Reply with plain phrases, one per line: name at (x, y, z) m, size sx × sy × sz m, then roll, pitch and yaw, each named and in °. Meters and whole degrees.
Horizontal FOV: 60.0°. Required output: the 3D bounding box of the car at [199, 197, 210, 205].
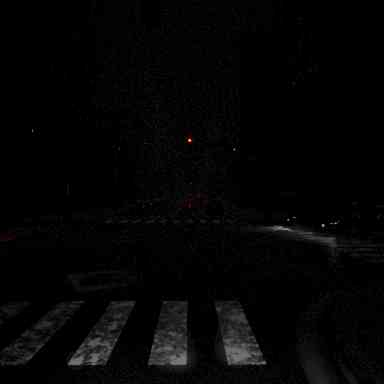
car at (2.378, 1.647, 63.688) m, size 2.008 × 1.369 × 4.403 m, roll 0°, pitch 0°, yaw 0°

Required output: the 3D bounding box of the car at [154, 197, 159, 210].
car at (-5.677, 1.490, 41.656) m, size 1.967 × 1.590 × 4.097 m, roll 0°, pitch 0°, yaw 0°

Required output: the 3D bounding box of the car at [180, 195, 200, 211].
car at (-0.221, 1.528, 42.348) m, size 1.882 × 1.535 × 5.008 m, roll 0°, pitch 0°, yaw 1°

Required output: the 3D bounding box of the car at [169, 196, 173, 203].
car at (-5.639, 1.552, 69.210) m, size 1.967 × 1.590 × 4.097 m, roll 0°, pitch 0°, yaw 0°

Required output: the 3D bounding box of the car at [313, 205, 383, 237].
car at (9.157, 1.466, 17.225) m, size 4.892 × 1.490 × 1.837 m, roll 0°, pitch 0°, yaw -4°

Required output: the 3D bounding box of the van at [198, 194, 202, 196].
van at (2.371, 1.424, 58.178) m, size 1.690 × 1.788 × 3.998 m, roll 0°, pitch 0°, yaw 0°

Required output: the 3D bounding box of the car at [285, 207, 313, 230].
car at (7.966, 1.537, 20.631) m, size 4.181 × 1.385 × 1.994 m, roll 0°, pitch 0°, yaw 0°

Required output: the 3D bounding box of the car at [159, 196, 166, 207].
car at (-5.662, 1.653, 52.678) m, size 1.802 × 1.307 × 4.206 m, roll 0°, pitch 0°, yaw 0°

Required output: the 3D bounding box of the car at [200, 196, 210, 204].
car at (2.356, 1.641, 47.157) m, size 1.802 × 1.307 × 4.206 m, roll 0°, pitch 0°, yaw 0°

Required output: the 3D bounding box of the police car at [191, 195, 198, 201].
police car at (0.603, 1.599, 90.214) m, size 1.930 × 1.638 × 5.238 m, roll 0°, pitch 0°, yaw 0°

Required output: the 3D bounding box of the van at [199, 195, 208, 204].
van at (2.386, 1.453, 69.199) m, size 1.690 × 1.788 × 3.998 m, roll 0°, pitch 0°, yaw 0°

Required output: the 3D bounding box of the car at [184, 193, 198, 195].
car at (-0.154, 1.462, 68.884) m, size 2.097 × 1.767 × 4.553 m, roll 0°, pitch 0°, yaw 0°

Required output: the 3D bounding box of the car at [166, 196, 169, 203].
car at (-5.654, 1.634, 58.188) m, size 2.008 × 1.369 × 4.403 m, roll 0°, pitch 0°, yaw 0°

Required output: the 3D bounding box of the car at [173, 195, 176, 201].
car at (-5.624, 1.694, 80.231) m, size 2.008 × 1.369 × 4.403 m, roll 0°, pitch 0°, yaw 0°

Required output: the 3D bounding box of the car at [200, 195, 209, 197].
car at (2.363, 1.637, 52.667) m, size 1.947 × 1.339 × 4.313 m, roll 0°, pitch 0°, yaw 0°

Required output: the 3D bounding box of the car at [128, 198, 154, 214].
car at (-5.684, 1.480, 36.146) m, size 1.967 × 1.590 × 4.097 m, roll 0°, pitch 0°, yaw 0°

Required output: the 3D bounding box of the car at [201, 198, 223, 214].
car at (2.341, 1.606, 36.134) m, size 1.947 × 1.339 × 4.313 m, roll 0°, pitch 0°, yaw 0°

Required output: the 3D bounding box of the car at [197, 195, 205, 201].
car at (2.409, 1.600, 85.732) m, size 1.967 × 1.590 × 4.097 m, roll 0°, pitch 0°, yaw 0°

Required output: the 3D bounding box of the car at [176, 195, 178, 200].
car at (-5.609, 1.721, 91.253) m, size 1.887 × 1.381 × 4.507 m, roll 0°, pitch 0°, yaw 0°
